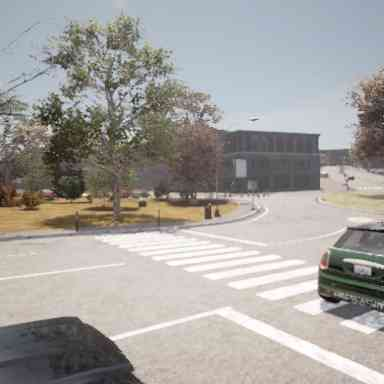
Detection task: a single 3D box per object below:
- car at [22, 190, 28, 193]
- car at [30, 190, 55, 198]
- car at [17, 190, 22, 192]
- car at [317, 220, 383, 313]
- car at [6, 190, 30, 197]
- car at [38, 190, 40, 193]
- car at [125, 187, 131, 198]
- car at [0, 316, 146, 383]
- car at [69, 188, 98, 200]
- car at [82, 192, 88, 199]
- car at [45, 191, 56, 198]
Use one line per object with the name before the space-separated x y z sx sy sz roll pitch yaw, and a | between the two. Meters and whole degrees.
car | -34.520 0.277 73.709 2.185 1.767 4.553 0 2 18
car | -32.169 0.447 71.902 2.097 1.535 5.008 0 2 18
car | -39.141 0.306 77.452 2.097 1.535 5.008 1 2 19
car | 4.775 1.414 7.085 4.553 1.767 2.097 0 0 -34
car | -41.467 0.259 79.312 2.097 1.535 5.008 0 2 19
car | -29.839 0.489 70.061 2.231 1.521 4.892 0 2 18
car | -10.849 0.199 55.706 2.435 2.045 5.566 -1 1 16
car | -2.574 1.588 1.907 4.718 1.301 1.895 1 0 -36
car | -20.392 0.291 62.848 2.435 2.045 5.566 -1 1 17
car | -18.054 0.533 60.855 1.946 1.575 5.366 -1 1 17
car | -27.490 0.267 68.205 2.435 2.045 5.566 0 2 17
